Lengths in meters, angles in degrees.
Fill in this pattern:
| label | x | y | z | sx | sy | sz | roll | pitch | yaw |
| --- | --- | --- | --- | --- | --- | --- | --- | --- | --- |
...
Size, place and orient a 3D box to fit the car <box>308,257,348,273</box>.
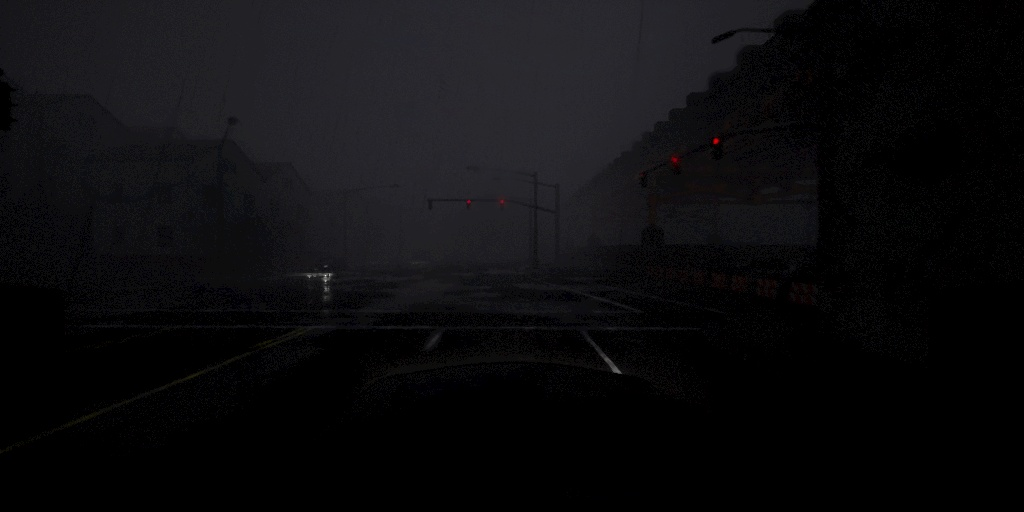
| label | x | y | z | sx | sy | sz | roll | pitch | yaw |
| --- | --- | --- | --- | --- | --- | --- | --- | --- | --- |
| car | -17.340 | 0.824 | 34.114 | 1.812 | 1.442 | 4.674 | 0 | 2 | 1 |
